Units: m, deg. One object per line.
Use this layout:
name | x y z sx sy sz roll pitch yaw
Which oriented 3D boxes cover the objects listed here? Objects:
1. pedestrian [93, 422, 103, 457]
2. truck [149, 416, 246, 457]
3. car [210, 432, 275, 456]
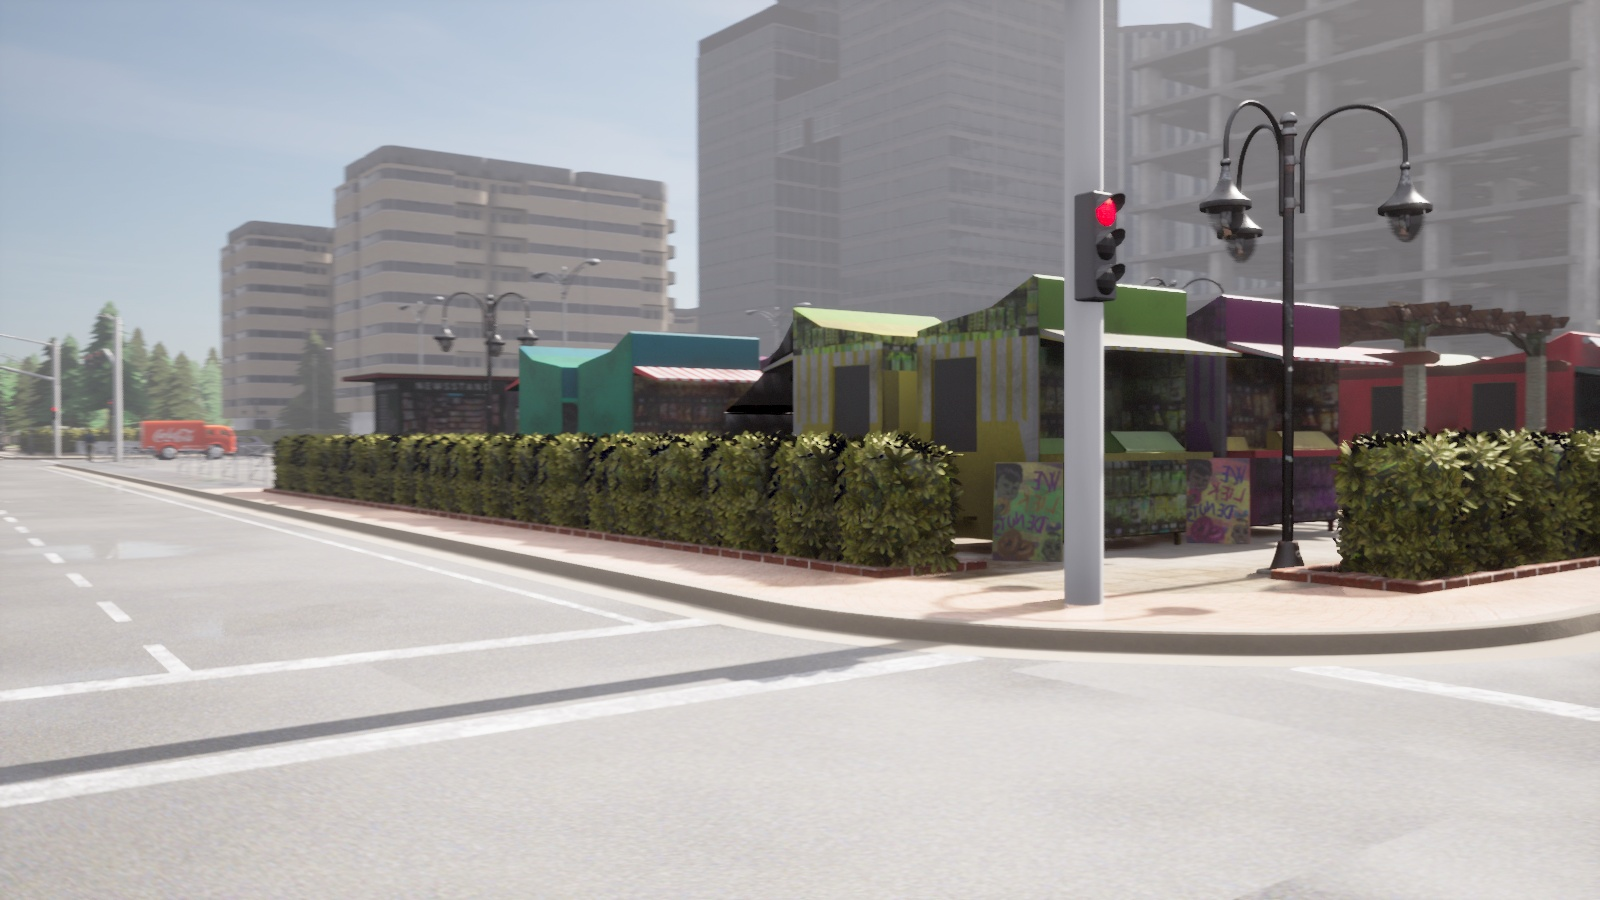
pedestrian | -37.328 -0.559 66.785 0.370 1.835 0.726 0 1 -36
truck | -37.397 -0.850 77.961 5.204 2.467 2.627 0 1 -32
car | -36.734 -0.409 82.736 3.633 1.501 1.845 0 1 -36
